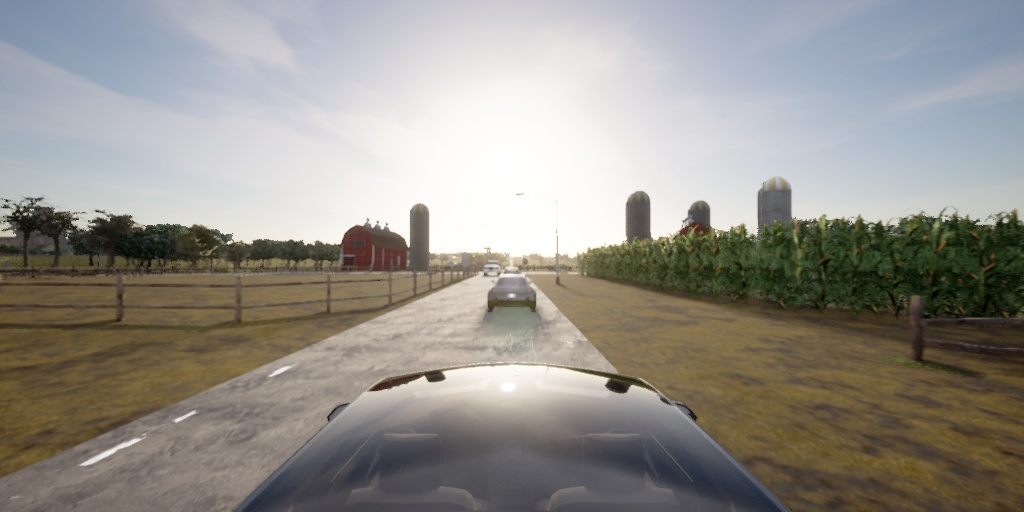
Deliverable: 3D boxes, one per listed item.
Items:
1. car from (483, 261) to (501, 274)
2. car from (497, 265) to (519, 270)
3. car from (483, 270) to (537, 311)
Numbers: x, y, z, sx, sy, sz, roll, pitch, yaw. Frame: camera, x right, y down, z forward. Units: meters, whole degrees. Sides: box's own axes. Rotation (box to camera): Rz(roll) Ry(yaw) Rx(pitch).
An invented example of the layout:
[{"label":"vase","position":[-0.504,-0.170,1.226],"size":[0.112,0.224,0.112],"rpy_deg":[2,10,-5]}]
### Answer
[{"label":"car","position":[-2.779,1.689,50.396],"size":[2.150,2.045,5.566],"rpy_deg":[0,-1,0]},{"label":"car","position":[0.005,1.670,30.330],"size":[1.994,1.385,4.181],"rpy_deg":[0,-1,0]},{"label":"car","position":[0.011,1.471,15.392],"size":[1.994,1.385,4.181],"rpy_deg":[0,-1,0]}]
